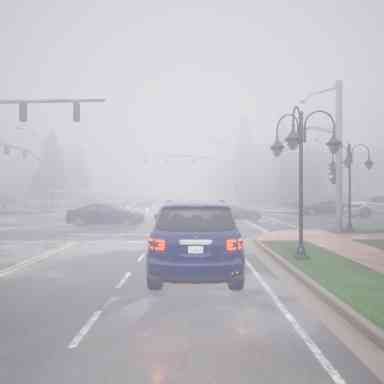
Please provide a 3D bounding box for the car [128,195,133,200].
[{"bbox_3d":[-10.540,1.564,53.555,1.994,1.385,4.181,0,0,1],"label":"car"}]

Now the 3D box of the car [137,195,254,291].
[{"bbox_3d":[0.087,1.221,9.185,2.150,2.045,5.566,0,0,0],"label":"car"}]

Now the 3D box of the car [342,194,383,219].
[{"bbox_3d":[16.211,1.221,28.810,5.566,2.045,2.150,0,0,-1],"label":"car"}]

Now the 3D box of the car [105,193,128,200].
[{"bbox_3d":[-10.557,1.352,44.925,2.097,1.767,4.553,0,0,0],"label":"car"}]

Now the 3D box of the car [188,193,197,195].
[{"bbox_3d":[0.061,1.544,77.933,1.994,1.385,4.181,0,0,0],"label":"car"}]

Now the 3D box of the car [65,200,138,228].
[{"bbox_3d":[-5.622,1.477,21.675,5.008,1.535,1.882,0,0,2],"label":"car"}]

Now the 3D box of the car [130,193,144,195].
[{"bbox_3d":[-10.476,1.477,66.013,1.882,1.535,5.008,0,0,0],"label":"car"}]

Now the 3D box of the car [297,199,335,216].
[{"bbox_3d":[12.766,1.505,32.290,4.892,1.490,1.837,0,0,-1],"label":"car"}]

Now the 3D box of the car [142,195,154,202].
[{"bbox_3d":[-10.439,1.533,79.040,2.033,1.411,5.357,0,0,0],"label":"car"}]

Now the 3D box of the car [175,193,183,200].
[{"bbox_3d":[-3.432,1.210,87.778,2.097,1.767,4.553,0,0,0],"label":"car"}]

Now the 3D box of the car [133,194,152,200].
[{"bbox_3d":[-7.045,1.477,48.997,1.882,1.535,5.008,0,0,0],"label":"car"}]

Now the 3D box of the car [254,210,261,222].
[{"bbox_3d":[2.848,1.525,25.043,4.674,1.442,1.812,0,0,0],"label":"car"}]

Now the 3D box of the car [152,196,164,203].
[{"bbox_3d":[-6.959,1.504,68.061,1.837,1.490,4.892,0,0,0],"label":"car"}]
